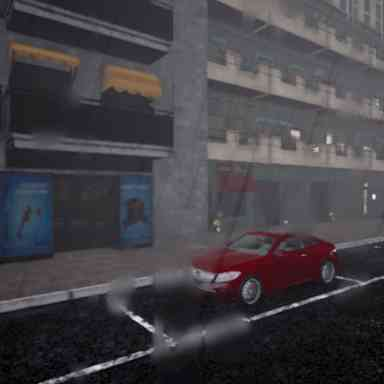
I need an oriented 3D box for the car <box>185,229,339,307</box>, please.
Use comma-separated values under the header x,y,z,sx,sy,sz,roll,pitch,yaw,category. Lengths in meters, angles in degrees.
x,y,z,sx,sy,sz,roll,pitch,yaw,category
1.813,1.559,7.852,4.206,1.307,1.802,0,0,-35,car
